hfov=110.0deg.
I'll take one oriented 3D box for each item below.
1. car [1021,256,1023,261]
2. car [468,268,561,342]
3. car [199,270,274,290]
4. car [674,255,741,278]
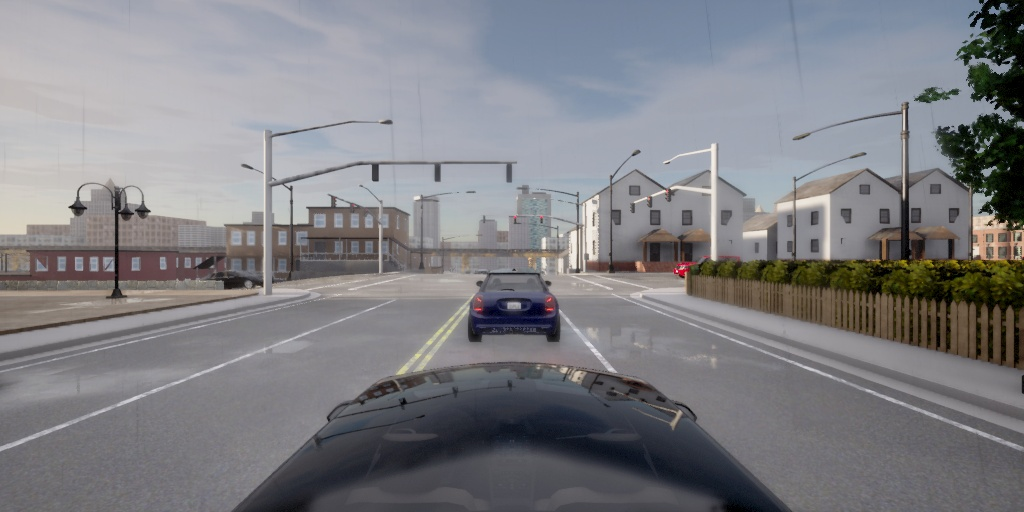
[{"bbox_3d":[42.784,0.971,27.774,5.566,2.045,2.150,0,0,-1],"label":"car"},{"bbox_3d":[0.055,1.102,9.942,2.097,1.767,4.553,0,0,0],"label":"car"},{"bbox_3d":[-20.509,1.789,26.749,4.892,1.490,1.837,-5,0,-1],"label":"car"},{"bbox_3d":[17.042,0.971,31.060,5.566,2.045,2.150,0,0,-1],"label":"car"}]
